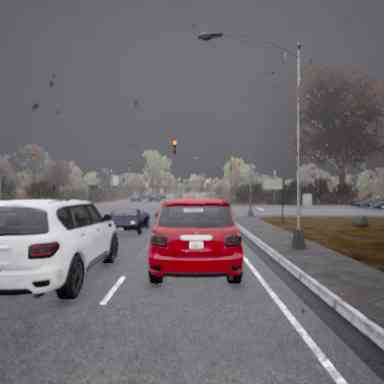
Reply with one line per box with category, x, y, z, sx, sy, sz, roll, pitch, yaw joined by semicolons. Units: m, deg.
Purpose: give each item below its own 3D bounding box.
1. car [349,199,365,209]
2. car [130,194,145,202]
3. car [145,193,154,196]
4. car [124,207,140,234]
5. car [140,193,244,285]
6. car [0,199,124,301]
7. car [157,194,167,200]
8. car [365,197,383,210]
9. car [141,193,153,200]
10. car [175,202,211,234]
car;22.401;1.289;40.902;5.357;1.411;2.033;0;0;3
car;-10.661;1.114;63.613;1.837;1.490;4.892;0;1;0
car;-7.154;1.158;63.551;2.033;1.411;5.357;0;0;1
car;-3.435;1.489;18.192;1.895;1.301;4.718;0;0;0
car;0.079;1.162;9.459;2.150;2.045;5.566;0;0;0
car;-3.417;1.171;8.344;2.150;2.045;5.566;0;0;0
car;-7.154;1.114;78.664;1.895;1.301;4.718;0;0;0
car;22.667;1.266;37.393;4.892;1.490;1.837;0;0;3
car;-10.655;1.056;79.049;2.033;1.411;5.357;0;0;0
car;0.063;1.408;19.182;1.812;1.442;4.674;0;0;0
